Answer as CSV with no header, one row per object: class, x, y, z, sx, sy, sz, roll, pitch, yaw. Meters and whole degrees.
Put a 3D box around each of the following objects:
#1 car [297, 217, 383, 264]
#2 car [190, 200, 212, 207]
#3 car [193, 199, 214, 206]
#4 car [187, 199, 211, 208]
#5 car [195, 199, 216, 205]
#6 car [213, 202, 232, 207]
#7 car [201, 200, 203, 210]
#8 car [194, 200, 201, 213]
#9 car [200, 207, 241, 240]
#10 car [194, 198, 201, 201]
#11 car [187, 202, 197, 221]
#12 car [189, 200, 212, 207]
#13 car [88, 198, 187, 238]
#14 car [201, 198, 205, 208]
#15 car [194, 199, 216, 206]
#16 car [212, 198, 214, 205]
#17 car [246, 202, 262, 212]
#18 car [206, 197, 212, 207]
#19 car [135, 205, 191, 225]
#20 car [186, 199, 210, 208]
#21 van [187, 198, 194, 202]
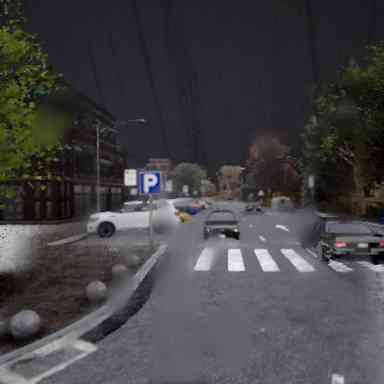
car,5.225,1.625,12.100,2.033,1.411,5.357,-1,-1,7
car,2.097,2.643,77.172,4.674,1.452,2.002,-1,-1,-14
car,2.950,2.750,86.131,4.892,1.521,2.231,-1,-1,-15
car,1.481,2.384,71.195,4.553,1.767,2.185,-1,-1,-14
car,3.700,2.839,92.153,5.366,1.575,1.946,-2,-1,-15
car,4.181,2.053,43.946,1.837,1.490,4.892,-1,-1,6
car,-1.434,2.129,41.321,4.674,1.452,2.002,-2,-1,-14
car,-2.011,2.013,35.338,5.008,1.535,2.097,-2,-1,-14
car,1.693,1.776,18.612,2.033,1.411,5.357,-1,-1,5
car,-1.763,1.926,38.333,4.553,1.767,2.185,-2,-1,-15
car,-2.699,1.893,26.420,5.366,1.575,1.946,-1,-1,-15
car,1.837,2.584,74.192,4.792,1.488,2.163,-1,-1,-14
car,-3.475,1.575,20.377,5.566,2.045,2.435,-1,-1,-15
car,-1.111,2.000,44.314,4.553,1.767,2.185,-2,-1,-14
car,3.420,2.791,89.165,5.366,1.575,1.946,-1,-1,-15
car,0.517,2.323,59.298,5.366,1.575,1.946,-1,-1,-14
car,8.602,2.115,46.740,1.895,1.301,4.718,-1,-1,5
car,-0.235,1.994,53.288,5.566,2.045,2.435,-2,-1,-14
car,-2.599,1.978,29.364,4.674,1.452,2.002,-2,-1,-15
car,1.187,2.338,68.208,4.553,1.767,2.185,-1,-1,-14
van,-2.426,1.753,32.322,4.442,1.987,1.878,-2,-1,-15
